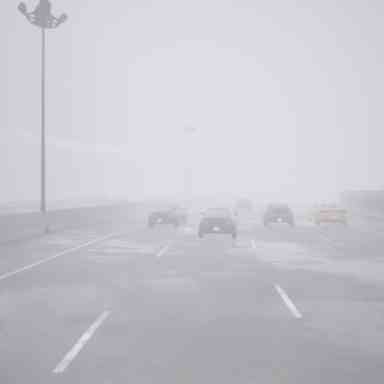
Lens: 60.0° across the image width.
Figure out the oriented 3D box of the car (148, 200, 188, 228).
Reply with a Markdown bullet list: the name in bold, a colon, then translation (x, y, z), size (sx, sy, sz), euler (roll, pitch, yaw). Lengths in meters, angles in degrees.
- **car**: translation (-1.496, 1.475, 21.460), size (1.812, 1.442, 4.674), euler (0, 0, 9)

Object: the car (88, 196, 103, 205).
- **car**: translation (-14.835, 1.368, 54.097), size (1.812, 1.442, 4.674), euler (0, 0, 20)

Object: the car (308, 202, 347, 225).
- **car**: translation (9.572, 1.451, 23.782), size (1.882, 1.535, 5.008), euler (0, 0, 11)

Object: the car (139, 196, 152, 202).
- **car**: translation (-7.027, 1.365, 54.917), size (1.837, 1.490, 4.892), euler (0, 0, 21)

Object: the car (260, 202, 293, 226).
- **car**: translation (5.865, 1.470, 23.043), size (1.837, 1.490, 4.892), euler (0, 0, 10)

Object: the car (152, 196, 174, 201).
- **car**: translation (-4.107, 1.399, 52.853), size (1.812, 1.442, 4.674), euler (0, 0, 21)

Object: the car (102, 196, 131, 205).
- **car**: translation (-11.608, 1.454, 52.758), size (1.895, 1.301, 4.718), euler (0, 0, 20)

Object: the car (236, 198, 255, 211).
- **car**: translation (6.198, 1.435, 39.153), size (1.837, 1.490, 4.892), euler (0, 0, 17)

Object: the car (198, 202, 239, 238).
- **car**: translation (1.405, 1.491, 17.285), size (1.812, 1.442, 4.674), euler (0, 0, 7)
